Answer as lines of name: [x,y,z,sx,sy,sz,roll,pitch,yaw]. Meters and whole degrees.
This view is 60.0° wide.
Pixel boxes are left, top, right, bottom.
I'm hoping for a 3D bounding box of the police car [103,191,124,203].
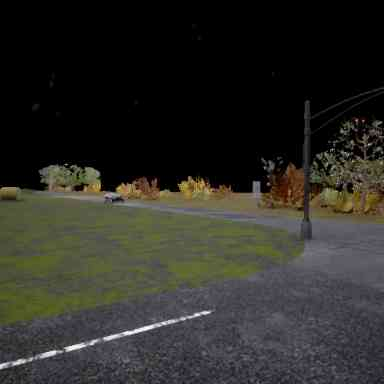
police car: [-11.671,0.741,49.723,1.930,1.638,5.238,1,0,-32]
